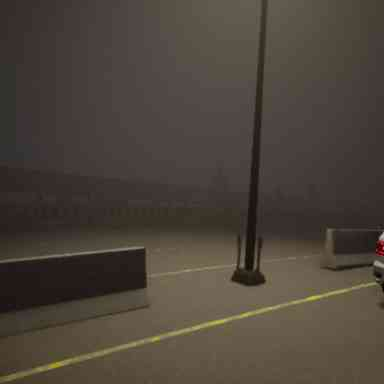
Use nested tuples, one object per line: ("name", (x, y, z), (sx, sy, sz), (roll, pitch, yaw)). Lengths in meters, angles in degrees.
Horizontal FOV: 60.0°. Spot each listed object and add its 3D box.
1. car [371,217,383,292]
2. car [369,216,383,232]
("car", (6.432, 1.436, 7.663), (5.566, 2.045, 2.150), (3, -1, -35))
("car", (20.584, 3.349, 34.654), (4.674, 1.442, 1.812), (4, -2, -34))
